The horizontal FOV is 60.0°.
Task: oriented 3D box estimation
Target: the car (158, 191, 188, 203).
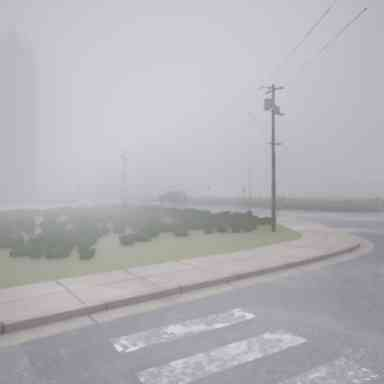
[{"bbox_3d":[-2.811,0.812,48.663,2.150,2.045,5.566,-1,1,-36],"label":"car"}]
